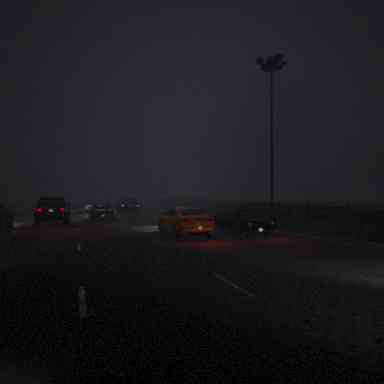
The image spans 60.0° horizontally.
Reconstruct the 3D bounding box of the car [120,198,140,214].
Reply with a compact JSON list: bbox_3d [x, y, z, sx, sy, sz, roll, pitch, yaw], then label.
[{"bbox_3d":[-7.240,1.491,37.243,2.097,1.767,4.553,0,0,-19],"label":"car"}]

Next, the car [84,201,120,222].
[{"bbox_3d":[-7.570,1.603,27.612,2.128,1.511,4.902,0,0,-19],"label":"car"}]

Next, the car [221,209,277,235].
[{"bbox_3d":[2.796,1.645,19.190,1.895,1.301,4.718,0,0,-19],"label":"car"}]

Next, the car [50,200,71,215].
[{"bbox_3d":[-15.119,1.721,38.559,2.033,1.411,5.357,0,0,-19],"label":"car"}]

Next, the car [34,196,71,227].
[{"bbox_3d":[-10.124,1.333,24.306,2.150,2.045,5.566,0,0,-19],"label":"car"}]

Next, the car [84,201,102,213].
[{"bbox_3d":[-12.072,1.768,40.452,1.895,1.301,4.718,0,0,-19],"label":"car"}]

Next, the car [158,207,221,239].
[{"bbox_3d":[-0.447,1.531,17.861,1.882,1.535,5.008,0,0,-19],"label":"car"}]

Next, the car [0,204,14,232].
[{"bbox_3d":[-12.556,1.462,20.662,2.097,1.767,4.553,0,0,-19],"label":"car"}]
